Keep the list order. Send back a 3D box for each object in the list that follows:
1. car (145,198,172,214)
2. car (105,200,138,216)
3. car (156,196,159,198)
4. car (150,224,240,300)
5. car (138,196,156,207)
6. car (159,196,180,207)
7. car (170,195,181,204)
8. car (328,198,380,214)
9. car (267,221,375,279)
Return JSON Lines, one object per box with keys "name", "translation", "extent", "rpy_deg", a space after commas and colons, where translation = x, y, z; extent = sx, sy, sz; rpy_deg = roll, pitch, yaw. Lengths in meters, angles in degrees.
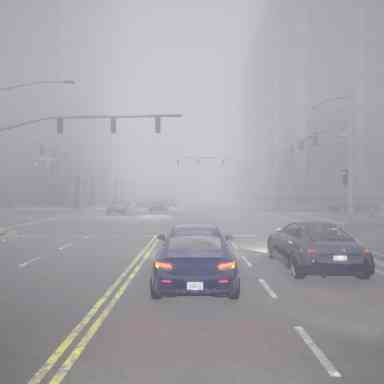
{"name": "car", "translation": [-3.519, 1.570, 35.620], "extent": [1.895, 1.301, 4.718], "rpy_deg": [0, 0, 0]}
{"name": "car", "translation": [-7.025, 1.516, 32.681], "extent": [2.033, 1.411, 5.357], "rpy_deg": [0, 0, 0]}
{"name": "car", "translation": [-6.847, 1.506, 68.691], "extent": [1.837, 1.490, 4.892], "rpy_deg": [0, 0, 0]}
{"name": "car", "translation": [0.078, 1.526, 8.293], "extent": [1.812, 1.442, 4.674], "rpy_deg": [0, 0, 1]}
{"name": "car", "translation": [-6.987, 1.547, 48.927], "extent": [2.033, 1.411, 5.357], "rpy_deg": [0, 0, 0]}
{"name": "car", "translation": [-3.478, 1.490, 51.792], "extent": [2.128, 1.511, 4.902], "rpy_deg": [0, 0, 0]}
{"name": "car", "translation": [-3.369, 1.478, 67.116], "extent": [1.882, 1.535, 5.008], "rpy_deg": [0, 0, 1]}
{"name": "car", "translation": [16.784, 1.422, 34.535], "extent": [5.008, 1.535, 1.882], "rpy_deg": [0, 0, 0]}
{"name": "car", "translation": [3.594, 1.564, 10.029], "extent": [1.994, 1.385, 4.181], "rpy_deg": [0, 0, 0]}
